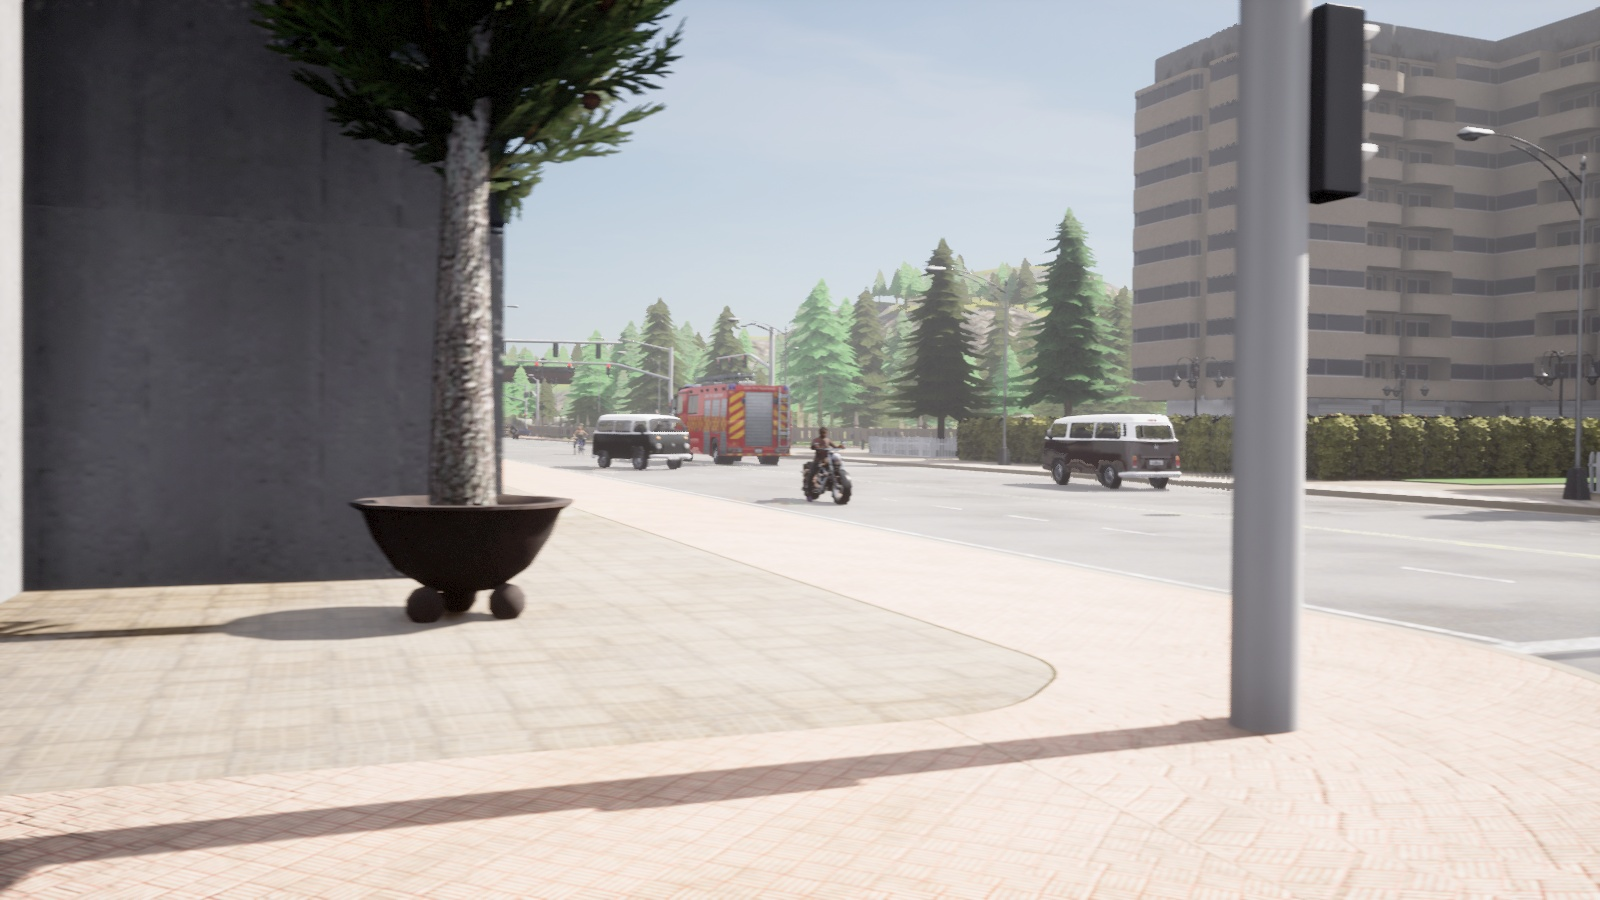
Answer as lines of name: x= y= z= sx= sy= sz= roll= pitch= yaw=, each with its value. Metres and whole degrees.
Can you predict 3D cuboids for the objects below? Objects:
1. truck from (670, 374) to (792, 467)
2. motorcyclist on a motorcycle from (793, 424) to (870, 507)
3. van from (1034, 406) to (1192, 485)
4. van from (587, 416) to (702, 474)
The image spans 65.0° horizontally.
truck: x=-3.244 y=-1.276 z=56.011 sx=2.891 sy=3.827 sz=8.468 roll=-1 pitch=1 yaw=-21
motorcyclist on a motorcycle: x=0.633 y=0.292 z=26.459 sx=0.766 sy=1.649 sz=2.350 roll=-1 pitch=1 yaw=-21
van: x=8.599 y=-0.175 z=34.981 sx=2.069 sy=2.038 sz=4.480 roll=-1 pitch=1 yaw=-21
van: x=-5.799 y=-0.189 z=46.392 sx=2.069 sy=2.038 sz=4.480 roll=-2 pitch=1 yaw=-40
